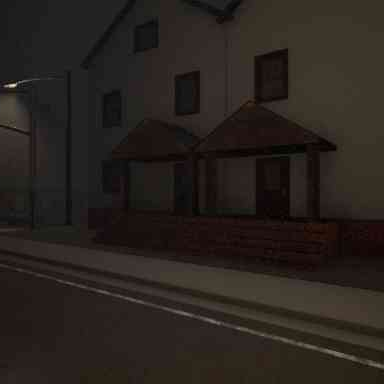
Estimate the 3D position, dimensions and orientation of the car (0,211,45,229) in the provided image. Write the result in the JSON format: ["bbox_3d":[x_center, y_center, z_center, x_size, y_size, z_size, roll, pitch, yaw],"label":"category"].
[{"bbox_3d":[-15.586,2.488,29.646,2.128,1.511,4.902,0,-9,36],"label":"car"}]
